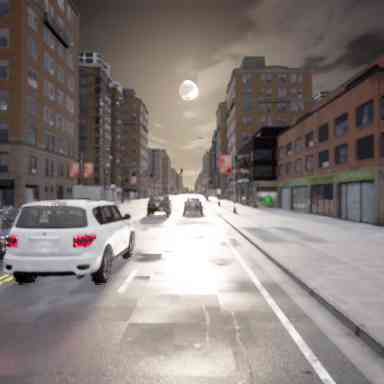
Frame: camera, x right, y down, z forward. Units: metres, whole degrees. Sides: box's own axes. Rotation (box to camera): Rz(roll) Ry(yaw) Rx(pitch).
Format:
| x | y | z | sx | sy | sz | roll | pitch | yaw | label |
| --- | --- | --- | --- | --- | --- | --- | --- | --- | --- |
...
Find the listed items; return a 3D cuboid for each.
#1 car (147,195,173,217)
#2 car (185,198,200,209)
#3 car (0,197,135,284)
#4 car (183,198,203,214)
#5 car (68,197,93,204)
| x | y | z | sx | sy | sz | roll | pitch | yaw | label |
| --- | --- | --- | --- | --- | --- | --- | --- | --- | --- |
| -3.142 | 1.287 | 32.824 | 2.150 | 2.045 | 5.566 | 0 | 0 | 0 | car |
| 0.069 | 1.587 | 47.587 | 2.128 | 1.511 | 4.902 | 0 | 0 | 0 | car |
| -3.148 | 1.241 | 9.765 | 2.150 | 2.045 | 5.566 | 0 | 0 | 0 | car |
| 0.113 | 1.427 | 36.621 | 2.097 | 1.767 | 4.553 | 0 | 0 | 0 | car |
| -22.131 | 1.728 | 66.361 | 4.313 | 1.339 | 1.947 | 0 | 0 | 0 | car |
